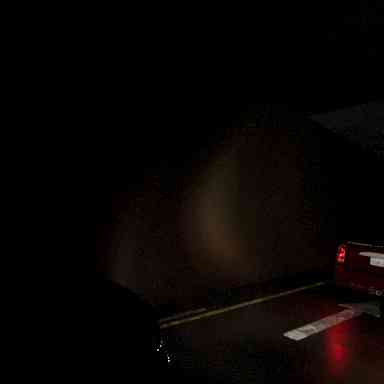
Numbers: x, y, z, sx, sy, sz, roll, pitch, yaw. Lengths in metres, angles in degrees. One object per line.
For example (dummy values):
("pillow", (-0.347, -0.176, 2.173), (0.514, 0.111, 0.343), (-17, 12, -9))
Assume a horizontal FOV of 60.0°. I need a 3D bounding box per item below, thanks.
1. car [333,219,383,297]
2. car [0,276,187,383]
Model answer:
("car", (5.270, 1.352, 7.540), (4.553, 1.767, 2.097), (0, 0, -35))
("car", (-2.705, 1.221, 1.856), (5.566, 2.045, 2.150), (0, 0, -35))
